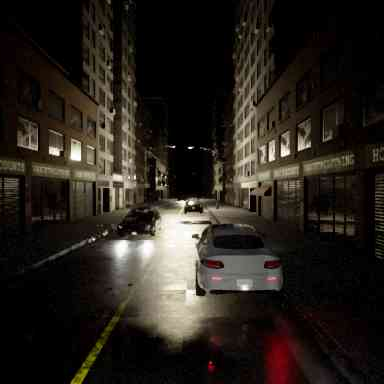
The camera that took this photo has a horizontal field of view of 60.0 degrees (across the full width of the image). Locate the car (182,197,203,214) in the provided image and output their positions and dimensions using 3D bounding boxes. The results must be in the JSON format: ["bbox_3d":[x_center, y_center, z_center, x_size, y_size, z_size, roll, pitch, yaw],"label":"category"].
[{"bbox_3d":[0.171,1.582,35.738,1.994,1.385,4.181,0,0,1],"label":"car"}]

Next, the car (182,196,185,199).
[{"bbox_3d":[0.151,1.523,45.708,2.128,1.511,4.902,0,0,0],"label":"car"}]

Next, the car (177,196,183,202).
[{"bbox_3d":[-2.497,1.662,81.523,1.994,1.385,4.181,0,0,0],"label":"car"}]

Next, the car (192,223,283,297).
[{"bbox_3d":[0.988,1.527,8.491,1.812,1.442,4.674,0,0,0],"label":"car"}]

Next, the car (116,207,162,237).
[{"bbox_3d":[-2.694,1.550,18.197,2.033,1.411,5.357,0,0,0],"label":"car"}]
